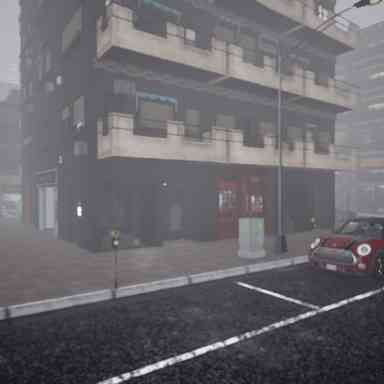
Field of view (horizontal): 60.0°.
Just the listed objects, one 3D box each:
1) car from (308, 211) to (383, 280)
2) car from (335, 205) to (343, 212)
[{"bbox_3d":[5.385,1.523,10.158,4.097,1.590,1.967,1,-1,-36],"label":"car"},{"bbox_3d":[12.460,1.818,29.846,1.994,1.385,4.181,0,0,-36],"label":"car"}]
